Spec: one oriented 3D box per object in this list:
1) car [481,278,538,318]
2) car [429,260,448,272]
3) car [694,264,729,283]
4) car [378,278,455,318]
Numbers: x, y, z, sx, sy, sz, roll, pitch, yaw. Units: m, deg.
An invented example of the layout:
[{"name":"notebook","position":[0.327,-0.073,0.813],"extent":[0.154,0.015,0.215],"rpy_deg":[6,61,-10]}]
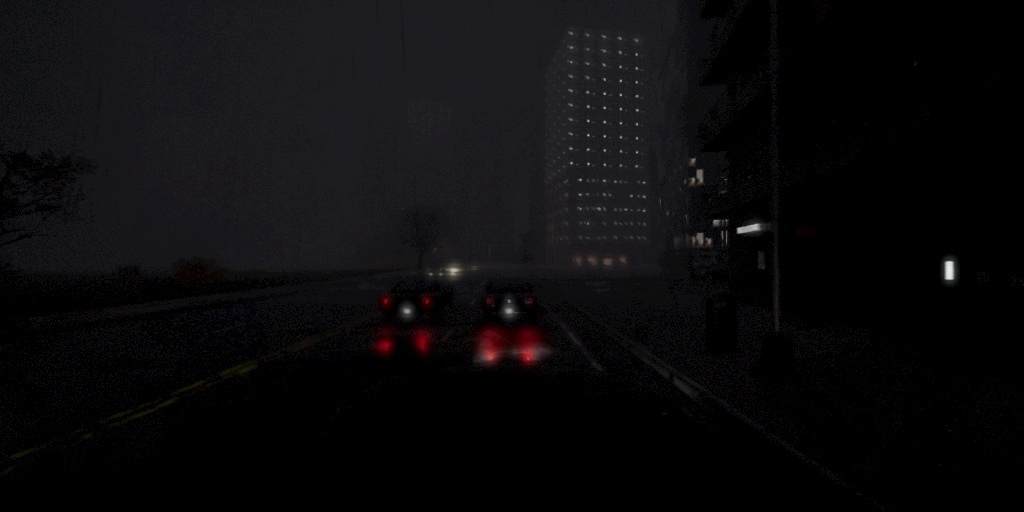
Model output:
[{"name":"car","position":[-0.113,1.492,13.679],"extent":[1.895,1.301,4.718],"rpy_deg":[0,-1,-1]},{"name":"car","position":[-12.555,1.667,60.433],"extent":[2.150,2.045,5.566],"rpy_deg":[0,-1,-4]},{"name":"car","position":[16.864,1.324,28.670],"extent":[4.097,1.591,1.967],"rpy_deg":[0,0,13]},{"name":"car","position":[-3.362,1.493,13.621],"extent":[1.895,1.301,4.718],"rpy_deg":[0,-1,-1]}]
